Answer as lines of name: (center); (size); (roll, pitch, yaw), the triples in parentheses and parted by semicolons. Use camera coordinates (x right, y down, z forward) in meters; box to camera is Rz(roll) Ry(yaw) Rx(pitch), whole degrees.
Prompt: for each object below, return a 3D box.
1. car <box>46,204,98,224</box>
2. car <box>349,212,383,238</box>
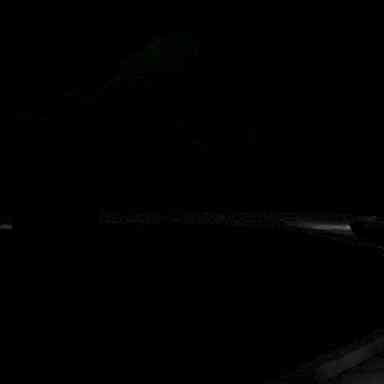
car: (-8.736, 1.488, 21.844); (4.718, 1.301, 1.895); (0, 0, -31)
car: (8.957, 1.477, 14.358); (1.895, 1.301, 4.718); (0, 0, -9)
